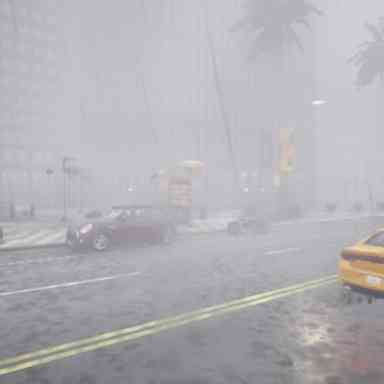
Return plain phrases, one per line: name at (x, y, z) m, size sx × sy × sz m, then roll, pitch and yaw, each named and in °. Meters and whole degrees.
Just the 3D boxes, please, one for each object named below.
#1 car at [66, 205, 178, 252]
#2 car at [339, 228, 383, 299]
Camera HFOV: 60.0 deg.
car at (-2.910, 1.385, 14.237) m, size 4.553 × 1.767 × 2.185 m, roll 0°, pitch 0°, yaw -36°
car at (5.431, 1.507, 7.713) m, size 5.008 × 1.535 × 1.882 m, roll 0°, pitch 0°, yaw -36°
